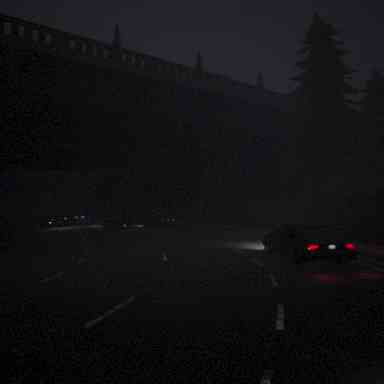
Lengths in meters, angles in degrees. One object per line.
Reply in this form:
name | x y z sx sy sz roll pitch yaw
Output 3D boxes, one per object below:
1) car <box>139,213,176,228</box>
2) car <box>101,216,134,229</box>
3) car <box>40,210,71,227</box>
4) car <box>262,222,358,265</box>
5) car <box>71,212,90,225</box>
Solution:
car | -3.675 2.918 34.569 2.033 1.411 5.357 0 -2 -32
car | -7.796 3.076 34.236 1.895 1.301 4.718 0 -2 -34
car | -17.237 3.294 41.202 2.150 2.045 5.566 0 -3 -37
car | 4.349 1.919 13.230 2.033 1.411 5.357 -1 -2 -4
car | -15.362 3.416 44.626 2.097 1.767 4.553 0 -3 -37
